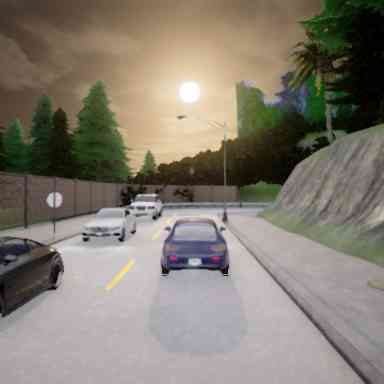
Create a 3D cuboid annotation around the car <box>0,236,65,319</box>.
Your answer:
[{"bbox_3d":[-4.045,1.553,6.259,1.994,1.385,4.181,0,0,1],"label":"car"}]

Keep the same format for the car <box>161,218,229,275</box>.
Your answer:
[{"bbox_3d":[0.096,1.527,10.322,1.812,1.442,4.674,0,0,1],"label":"car"}]

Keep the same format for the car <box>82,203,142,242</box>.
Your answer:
[{"bbox_3d":[-3.932,1.511,16.527,1.812,1.442,4.674,0,0,1],"label":"car"}]

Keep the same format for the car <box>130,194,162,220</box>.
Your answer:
[{"bbox_3d":[-3.802,1.204,27.959,2.150,2.045,5.566,0,0,1],"label":"car"}]
